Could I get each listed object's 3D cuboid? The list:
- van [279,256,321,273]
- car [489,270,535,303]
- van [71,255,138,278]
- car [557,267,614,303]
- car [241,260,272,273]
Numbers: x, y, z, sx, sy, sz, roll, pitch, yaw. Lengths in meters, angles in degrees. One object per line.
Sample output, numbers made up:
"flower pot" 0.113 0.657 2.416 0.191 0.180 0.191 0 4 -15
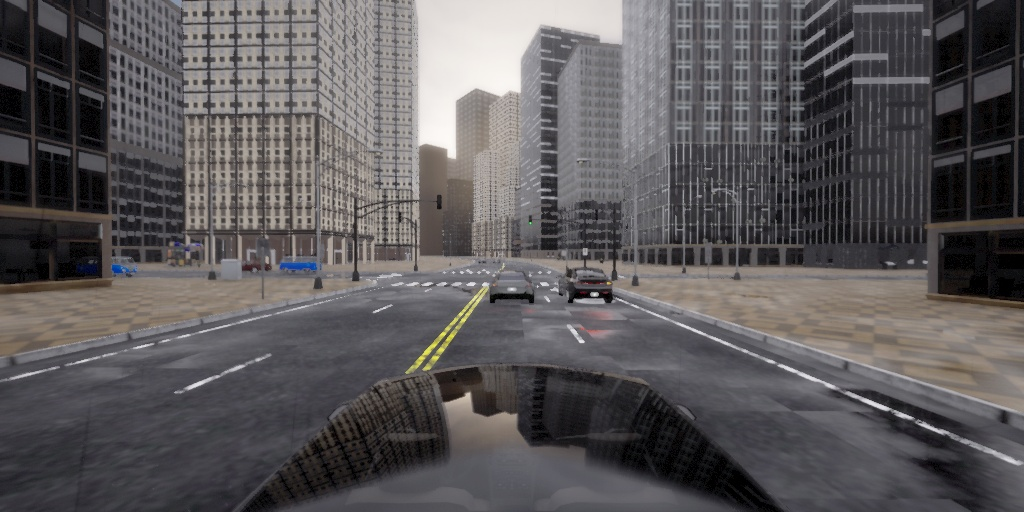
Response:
"van" -22.655 0.931 38.351 3.998 1.789 1.690 0 0 1
"car" 0.000 1.315 16.502 1.994 1.385 4.181 0 0 0
"van" -33.936 0.951 30.133 3.998 1.789 1.690 0 0 1
"car" 3.250 1.259 16.502 1.837 1.490 4.892 0 0 0
"car" -28.194 1.110 38.397 4.507 1.381 1.888 0 0 1
